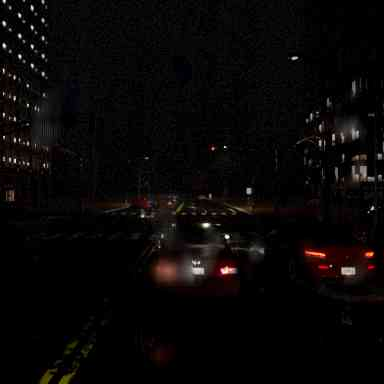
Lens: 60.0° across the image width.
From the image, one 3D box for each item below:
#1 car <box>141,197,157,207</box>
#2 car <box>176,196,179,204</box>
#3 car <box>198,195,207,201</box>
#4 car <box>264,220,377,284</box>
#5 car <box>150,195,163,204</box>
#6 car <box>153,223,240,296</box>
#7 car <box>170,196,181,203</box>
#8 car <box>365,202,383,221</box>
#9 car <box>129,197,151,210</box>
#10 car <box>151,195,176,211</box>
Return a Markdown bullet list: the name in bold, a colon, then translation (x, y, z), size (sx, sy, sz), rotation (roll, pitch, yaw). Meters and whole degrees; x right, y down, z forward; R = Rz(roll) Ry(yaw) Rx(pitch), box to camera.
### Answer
- **car**: translation (-6.662, 1.471, 52.119), size (1.812, 1.442, 4.674), rotation (0, 0, 0)
- **car**: translation (-3.406, 1.456, 49.468), size (1.837, 1.490, 4.892), rotation (0, 0, 0)
- **car**: translation (2.542, 1.393, 82.803), size (1.812, 1.442, 4.674), rotation (0, 0, -4)
- **car**: translation (3.338, 1.522, 9.408), size (1.812, 1.442, 4.674), rotation (0, 0, 0)
- **car**: translation (-6.664, 1.428, 62.483), size (1.837, 1.490, 4.892), rotation (0, 0, 0)
- **car**: translation (0.089, 1.544, 8.824), size (2.033, 1.411, 5.357), rotation (0, 0, 0)
- **car**: translation (-3.422, 1.473, 69.121), size (1.994, 1.385, 4.181), rotation (0, 0, -1)
- **car**: translation (16.990, 1.280, 26.660), size (5.566, 2.045, 2.150), rotation (0, 0, 3)
- **car**: translation (-6.651, 1.442, 42.198), size (1.882, 1.535, 5.008), rotation (0, 0, 0)
- **car**: translation (-3.396, 1.320, 40.576), size (2.097, 1.767, 4.553), rotation (0, 0, 0)
